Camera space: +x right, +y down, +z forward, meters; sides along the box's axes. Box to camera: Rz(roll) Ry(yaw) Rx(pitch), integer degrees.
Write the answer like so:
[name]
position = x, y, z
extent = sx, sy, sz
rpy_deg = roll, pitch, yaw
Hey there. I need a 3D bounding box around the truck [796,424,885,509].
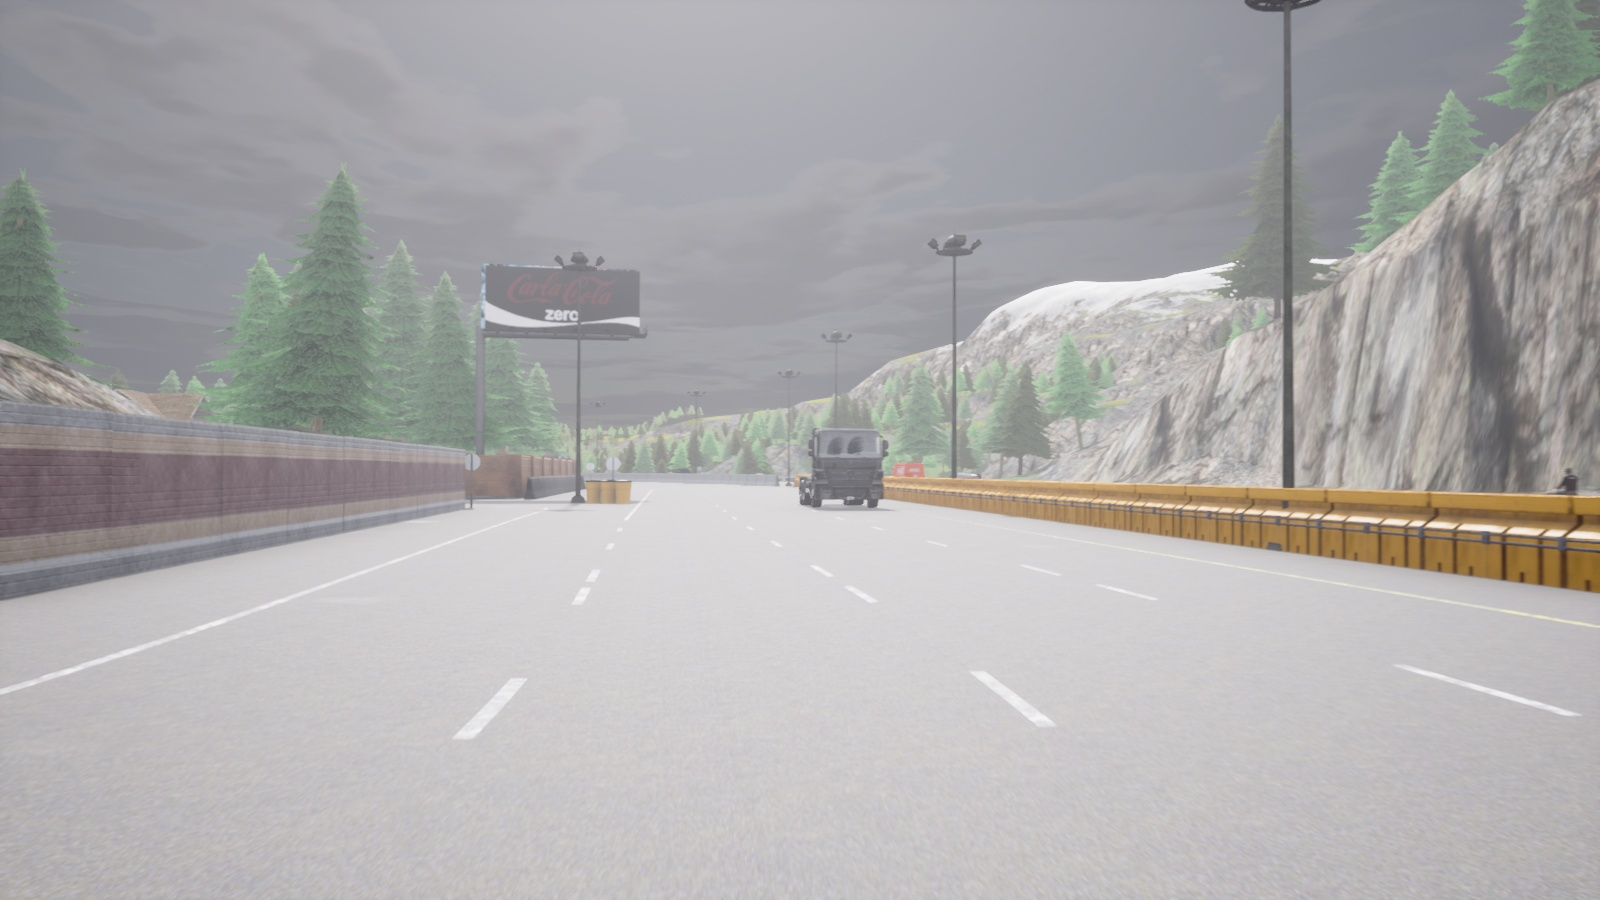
[truck]
position = 1.649, 0.753, 55.415
extent = 2.891, 3.462, 7.936
rpy_deg = 0, -1, -6
